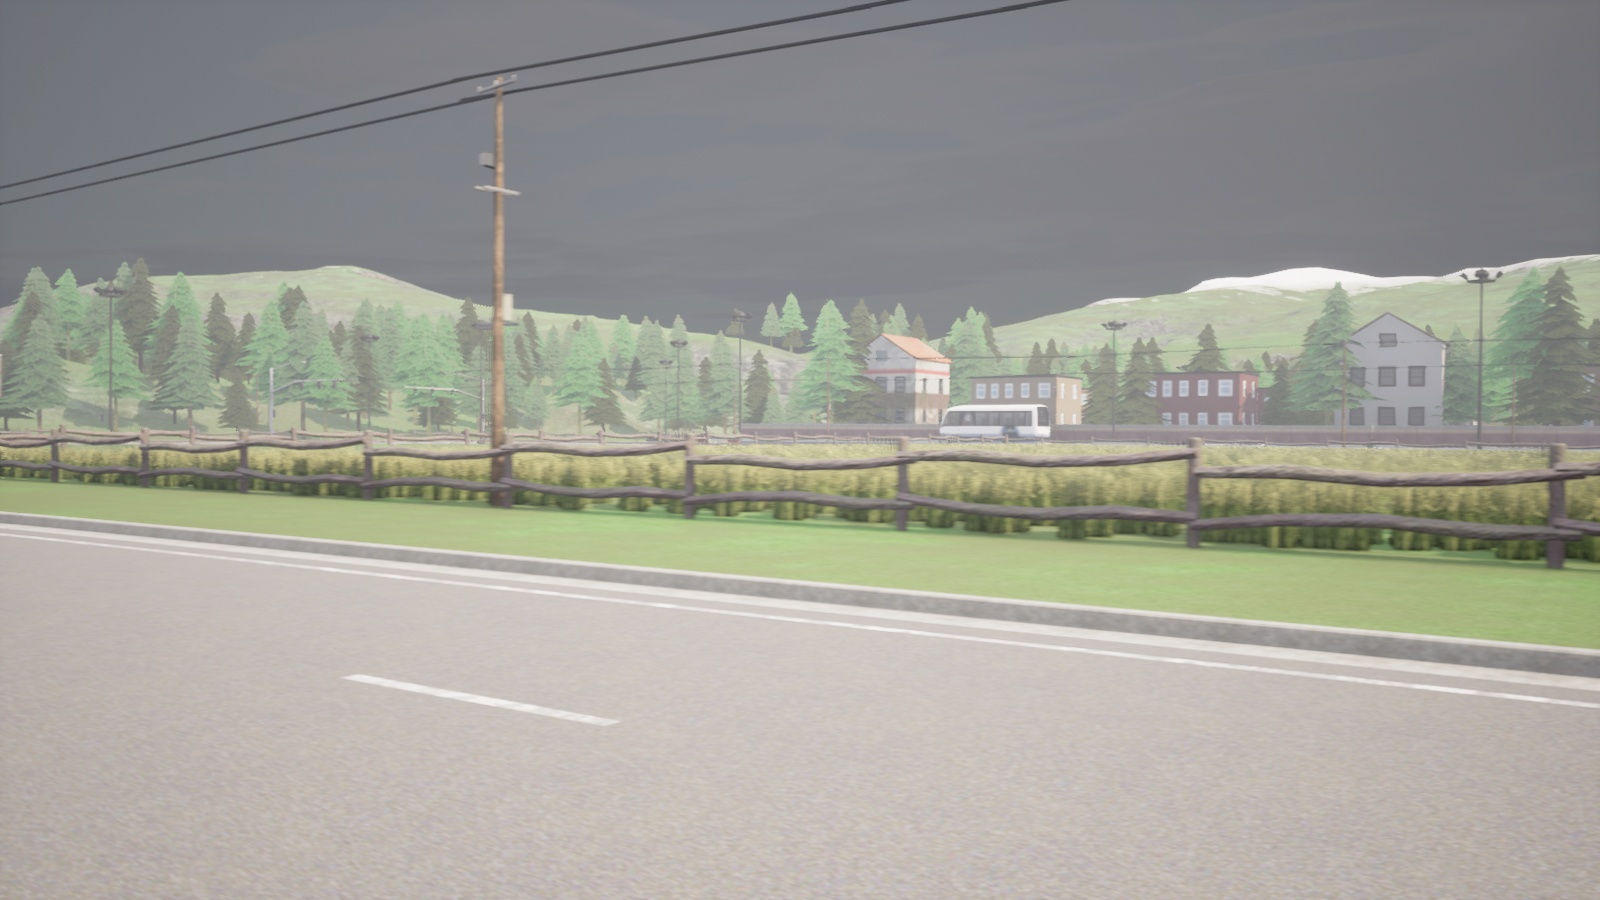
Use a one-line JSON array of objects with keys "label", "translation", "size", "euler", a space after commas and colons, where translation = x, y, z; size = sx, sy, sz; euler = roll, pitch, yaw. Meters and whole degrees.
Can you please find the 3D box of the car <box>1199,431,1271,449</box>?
[{"label": "car", "translation": [32.497, -0.736, 93.824], "size": [4.718, 1.301, 1.895], "euler": [0, 1, 34]}]
